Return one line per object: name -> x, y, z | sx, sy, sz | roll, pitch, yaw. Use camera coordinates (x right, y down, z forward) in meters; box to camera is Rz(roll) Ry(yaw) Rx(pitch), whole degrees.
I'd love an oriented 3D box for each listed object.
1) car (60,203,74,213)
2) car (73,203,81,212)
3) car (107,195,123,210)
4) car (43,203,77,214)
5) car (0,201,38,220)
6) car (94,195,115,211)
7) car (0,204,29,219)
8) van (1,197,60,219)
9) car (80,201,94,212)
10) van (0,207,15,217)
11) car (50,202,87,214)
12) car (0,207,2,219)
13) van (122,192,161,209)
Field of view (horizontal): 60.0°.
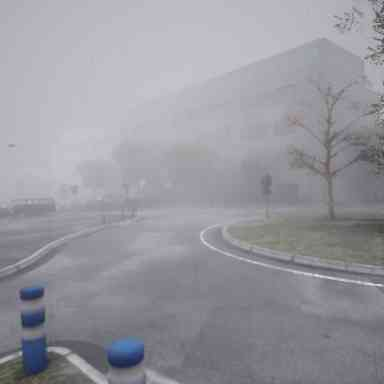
car -> -18.169, 2.383, 52.331 | 2.163, 1.488, 4.792 | -6, -2, 43
car -> -14.115, 1.990, 48.506 | 2.163, 1.488, 4.792 | -6, -2, 43
car -> -7.948, 1.420, 42.890 | 2.163, 1.488, 4.792 | -5, -1, 43
car -> -22.264, 2.779, 56.113 | 2.163, 1.488, 4.792 | -6, -2, 43
car -> -20.183, 2.066, 37.412 | 2.185, 1.767, 4.553 | -5, -2, 43
car -> -10.047, 1.572, 44.785 | 2.097, 1.535, 5.008 | -6, -2, 42
car -> -22.459, 2.402, 39.225 | 1.946, 1.575, 5.366 | -6, -2, 43
van -> -16.211, 1.605, 33.537 | 1.878, 1.987, 4.442 | -4, -1, 43
car -> -12.089, 1.512, 46.621 | 2.435, 2.045, 5.566 | -6, -2, 43
van -> -42.692, 4.499, 75.091 | 1.878, 1.987, 4.442 | -6, -2, 43
car -> -20.113, 2.543, 54.337 | 1.946, 1.575, 5.366 | -6, -2, 43
car -> -18.154, 1.999, 35.494 | 2.097, 1.535, 5.008 | -5, -1, 43
van -> -5.861, 1.007, 41.070 | 1.878, 1.987, 4.442 | -4, -1, 43
